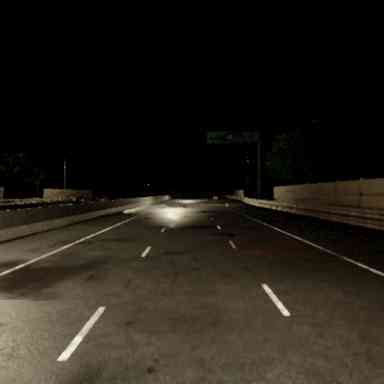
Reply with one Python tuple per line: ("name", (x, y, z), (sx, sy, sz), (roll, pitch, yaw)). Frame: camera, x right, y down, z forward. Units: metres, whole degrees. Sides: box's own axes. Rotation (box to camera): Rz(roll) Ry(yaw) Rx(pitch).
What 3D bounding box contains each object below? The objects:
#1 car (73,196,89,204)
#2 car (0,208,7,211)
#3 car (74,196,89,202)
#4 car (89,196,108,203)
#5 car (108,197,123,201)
("car", (-20.983, 1.516, 63.373), (2.097, 1.767, 4.553), (0, 0, 0))
("car", (-14.090, 1.617, 22.483), (1.994, 1.385, 4.181), (0, 0, 0))
("car", (-23.837, 1.474, 71.898), (1.895, 1.301, 4.718), (0, 0, -3))
("car", (-17.484, 1.525, 63.824), (2.097, 1.767, 4.553), (0, 0, 0))
("car", (-13.989, 1.728, 63.537), (1.994, 1.385, 4.181), (0, 0, 0))
